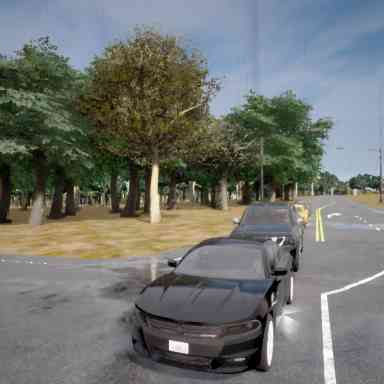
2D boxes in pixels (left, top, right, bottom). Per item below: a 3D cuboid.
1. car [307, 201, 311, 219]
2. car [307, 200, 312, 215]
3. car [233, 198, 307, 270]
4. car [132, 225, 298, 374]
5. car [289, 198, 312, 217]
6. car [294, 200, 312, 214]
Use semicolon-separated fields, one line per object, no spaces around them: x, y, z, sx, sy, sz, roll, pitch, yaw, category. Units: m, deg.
7.298;1.663;23.978;1.882;1.535;5.008;-1;0;21;car
9.370;1.723;29.477;1.812;1.442;4.674;-1;0;21;car
2.894;1.459;12.330;2.150;2.045;5.566;-2;0;21;car
0.758;1.612;6.195;1.882;1.535;5.008;-1;-2;21;car
11.410;1.562;34.847;2.097;1.767;4.553;-1;0;21;car
13.418;1.746;40.052;1.812;1.442;4.674;-1;0;21;car
